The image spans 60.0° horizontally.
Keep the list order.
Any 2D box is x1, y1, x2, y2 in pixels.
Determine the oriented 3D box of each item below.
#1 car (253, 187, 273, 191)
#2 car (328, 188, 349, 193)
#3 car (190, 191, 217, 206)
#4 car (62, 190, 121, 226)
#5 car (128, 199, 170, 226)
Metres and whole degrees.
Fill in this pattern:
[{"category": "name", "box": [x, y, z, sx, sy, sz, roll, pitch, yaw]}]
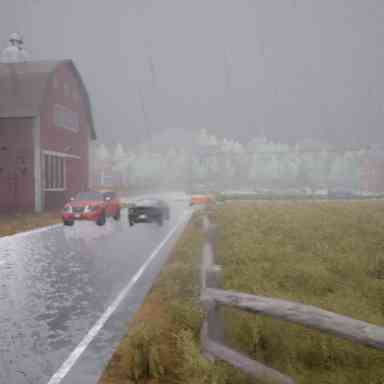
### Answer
[{"category": "car", "box": [18.226, -0.368, 83.022, 4.605, 1.855, 1.932, 0, 1, 6]}, {"category": "car", "box": [30.118, -0.049, 67.836, 4.611, 1.667, 2.242, 0, 1, 6]}, {"category": "car", "box": [1.361, 0.642, 38.043, 2.097, 1.767, 4.553, 0, 1, 19]}, {"category": "car", "box": [-6.085, 0.893, 20.831, 2.150, 2.045, 5.566, -1, 1, 3]}, {"category": "car", "box": [-2.523, 1.133, 20.368, 1.882, 1.535, 5.008, -1, 1, 3]}]
